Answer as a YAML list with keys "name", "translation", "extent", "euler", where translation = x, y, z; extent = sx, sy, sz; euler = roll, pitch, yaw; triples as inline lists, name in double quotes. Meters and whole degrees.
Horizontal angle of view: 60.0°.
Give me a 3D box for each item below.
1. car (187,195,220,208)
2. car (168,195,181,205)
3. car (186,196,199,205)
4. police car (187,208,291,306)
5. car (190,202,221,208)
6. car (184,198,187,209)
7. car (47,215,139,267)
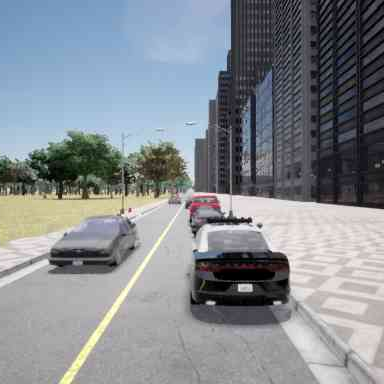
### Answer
- name: "car"
  translation: [0.913, 1.213, 24.157]
  extent: [2.150, 2.045, 5.566]
  euler: [0, 0, 0]
- name: "car"
  translation: [-2.968, 1.285, 56.676]
  extent: [2.097, 1.767, 4.553]
  euler: [0, 0, 0]
- name: "car"
  translation: [0.033, 1.422, 58.034]
  extent: [2.128, 1.511, 4.902]
  euler: [0, 0, 0]
- name: "police car"
  translation: [0.906, 1.425, 8.236]
  extent: [1.930, 1.638, 5.238]
  euler: [0, 0, 0]
- name: "car"
  translation: [0.911, 1.521, 18.127]
  extent: [1.812, 1.442, 4.674]
  euler: [0, 0, 0]
- name: "car"
  translation: [0.050, 1.461, 44.995]
  extent: [1.837, 1.490, 4.892]
  euler: [0, 0, 1]
- name: "car"
  translation: [-3.090, 1.546, 11.670]
  extent: [2.033, 1.411, 5.357]
  euler: [0, 0, 0]
